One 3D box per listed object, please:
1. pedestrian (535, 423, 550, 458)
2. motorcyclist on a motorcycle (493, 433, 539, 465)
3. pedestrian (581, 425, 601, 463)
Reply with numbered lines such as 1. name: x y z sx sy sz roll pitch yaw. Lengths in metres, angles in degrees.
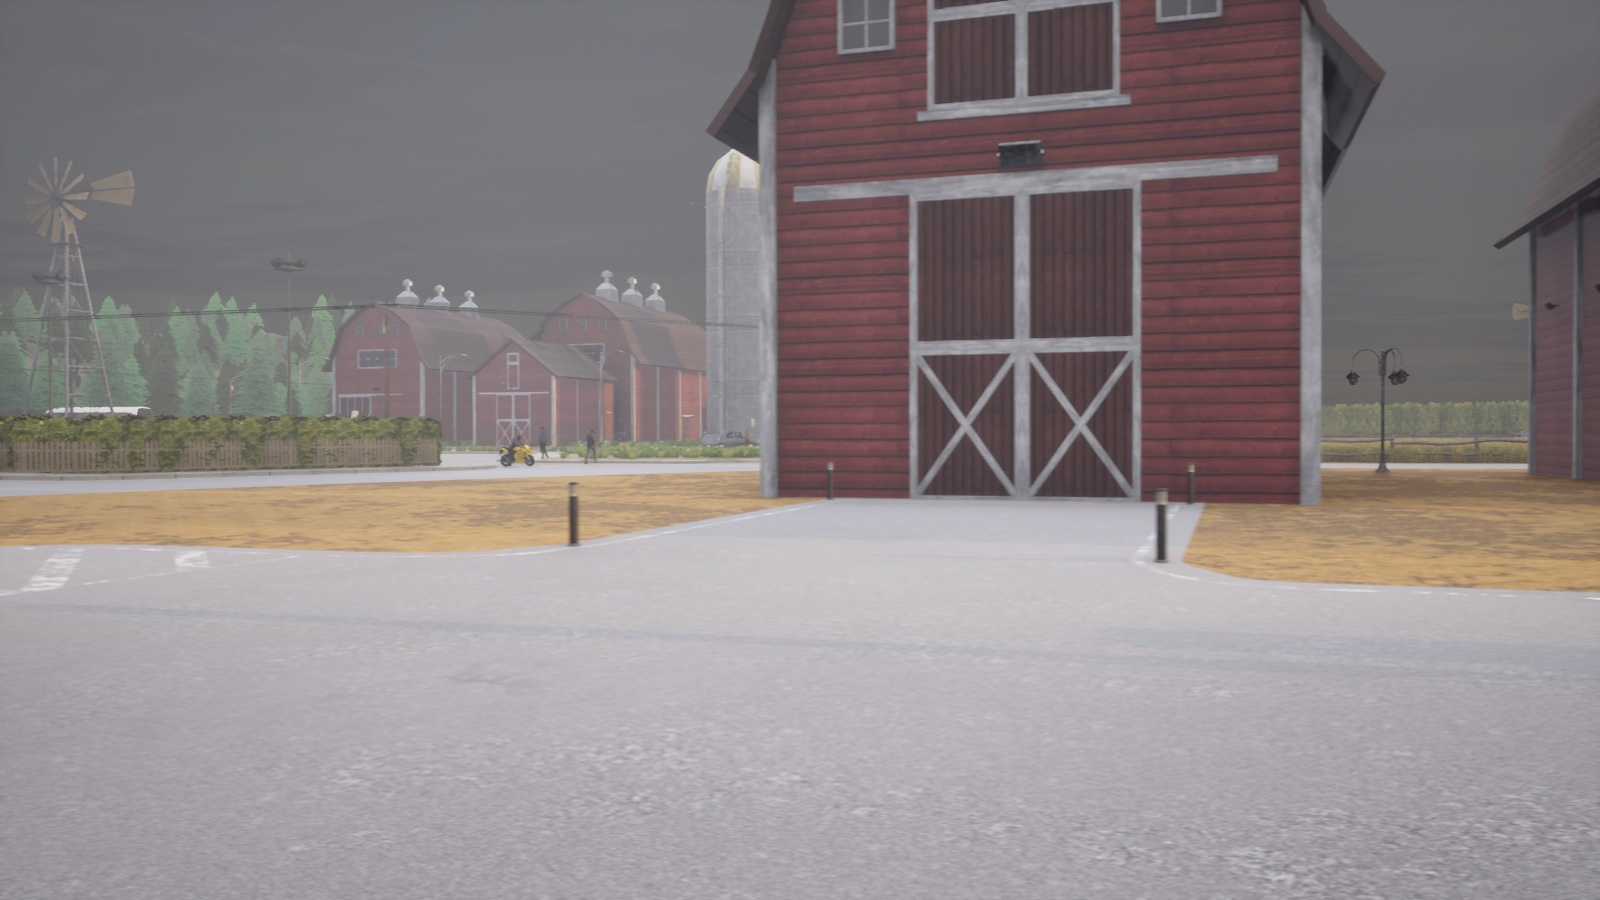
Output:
1. pedestrian: -14.378 -0.554 70.018 0.788 1.949 0.423 1 1 41
2. motorcyclist on a motorcycle: -13.433 -0.053 59.439 2.044 1.523 0.797 0 0 25
3. pedestrian: -10.497 -0.294 62.946 0.563 1.883 0.849 1 1 33
